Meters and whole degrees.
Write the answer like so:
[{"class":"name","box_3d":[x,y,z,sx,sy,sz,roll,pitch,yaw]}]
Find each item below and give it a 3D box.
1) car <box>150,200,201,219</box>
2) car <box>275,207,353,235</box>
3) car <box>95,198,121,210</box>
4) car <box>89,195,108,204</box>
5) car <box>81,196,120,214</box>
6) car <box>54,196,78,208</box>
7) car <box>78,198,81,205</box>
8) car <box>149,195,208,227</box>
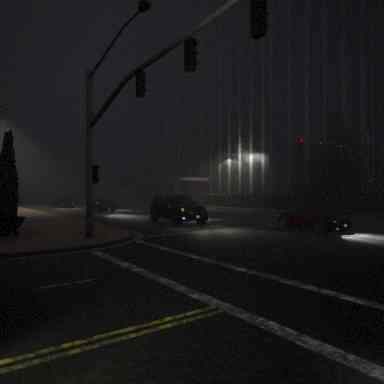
[{"class":"car","box_3d":[-1.636,1.546,30.572,2.033,1.411,5.357,0,0,-36]},{"class":"car","box_3d":[6.848,1.564,18.999,1.994,1.385,4.181,0,0,-36]},{"class":"car","box_3d":[-11.088,1.525,43.594,1.812,1.442,4.674,0,0,-36]},{"class":"car","box_3d":[-18.643,1.476,66.247,1.882,1.535,5.008,0,0,-36]},{"class":"car","box_3d":[-9.881,1.491,35.970,2.128,1.511,4.902,0,0,-36]},{"class":"car","box_3d":[-18.258,1.504,47.555,1.837,1.490,4.892,0,0,-36]},{"class":"car","box_3d":[-20.351,1.417,56.514,2.097,1.767,4.553,0,0,-36]},{"class":"car","box_3d":[-1.093,1.221,23.575,2.150,2.045,5.566,0,0,-32]}]
